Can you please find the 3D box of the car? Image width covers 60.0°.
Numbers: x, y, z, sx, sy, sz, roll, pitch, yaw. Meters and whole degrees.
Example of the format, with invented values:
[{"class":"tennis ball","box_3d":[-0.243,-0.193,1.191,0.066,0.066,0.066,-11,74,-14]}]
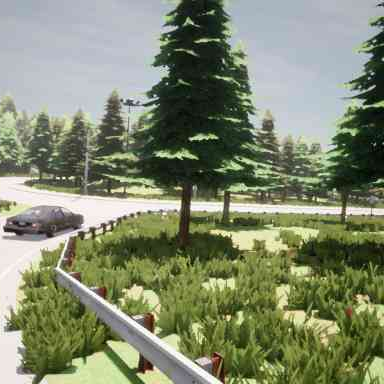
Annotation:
[{"class":"car","box_3d":[-7.393,1.410,17.288,2.033,1.411,5.357,4,1,3]}]
